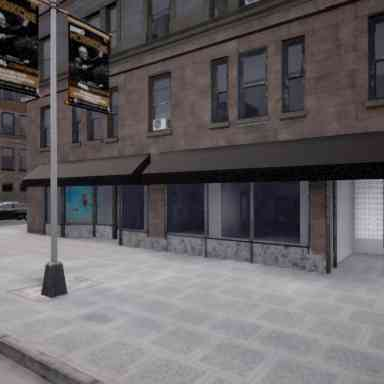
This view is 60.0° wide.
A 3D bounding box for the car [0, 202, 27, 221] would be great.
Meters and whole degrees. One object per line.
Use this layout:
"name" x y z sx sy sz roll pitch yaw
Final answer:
"car" -14.158 1.545 25.258 1.837 1.490 4.892 0 0 37
